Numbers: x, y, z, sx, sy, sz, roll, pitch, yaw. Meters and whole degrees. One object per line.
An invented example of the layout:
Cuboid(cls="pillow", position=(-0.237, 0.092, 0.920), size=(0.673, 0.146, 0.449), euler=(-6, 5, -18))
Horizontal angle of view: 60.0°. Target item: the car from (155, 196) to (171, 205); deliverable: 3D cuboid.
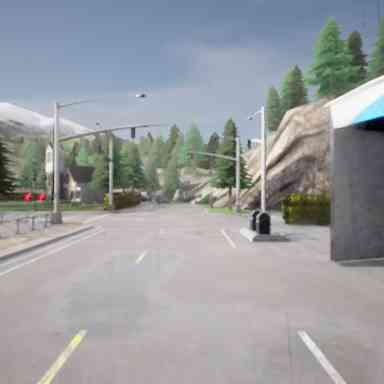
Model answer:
Cuboid(cls="car", position=(-5.048, 1.594, 59.469), size=(1.994, 1.385, 4.181), euler=(0, 0, -11))

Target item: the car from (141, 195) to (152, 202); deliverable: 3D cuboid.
Cuboid(cls="car", position=(-10.299, 1.554, 74.308), size=(1.812, 1.442, 4.674), euler=(0, 0, -27))

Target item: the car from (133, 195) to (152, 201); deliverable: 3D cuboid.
Cuboid(cls="car", position=(-12.369, 1.476, 83.146), size=(5.008, 1.535, 1.882), euler=(0, 0, 42))
